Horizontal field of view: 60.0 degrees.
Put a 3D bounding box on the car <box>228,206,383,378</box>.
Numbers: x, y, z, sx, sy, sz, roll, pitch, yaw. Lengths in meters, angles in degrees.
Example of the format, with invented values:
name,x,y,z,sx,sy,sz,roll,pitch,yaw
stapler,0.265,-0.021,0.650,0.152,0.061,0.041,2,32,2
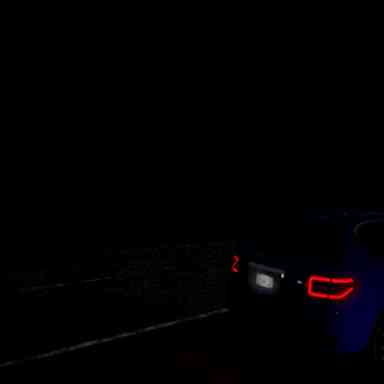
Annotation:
name,x,y,z,sx,sy,sz,roll,pitch,yaw
car,3.186,1.270,5.783,5.566,2.045,2.150,1,0,-33
